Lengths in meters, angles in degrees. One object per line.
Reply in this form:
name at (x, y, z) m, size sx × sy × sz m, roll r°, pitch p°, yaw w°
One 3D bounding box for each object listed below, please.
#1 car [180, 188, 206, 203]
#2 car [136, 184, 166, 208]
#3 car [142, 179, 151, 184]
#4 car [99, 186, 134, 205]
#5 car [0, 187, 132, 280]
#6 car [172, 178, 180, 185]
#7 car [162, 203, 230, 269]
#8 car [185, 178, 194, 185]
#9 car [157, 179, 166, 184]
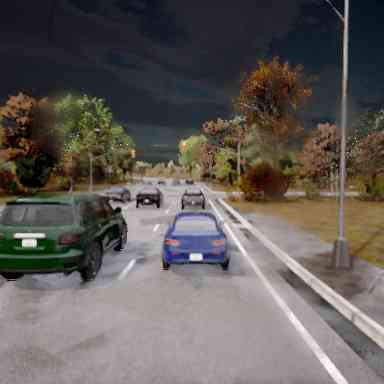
car at (0.096, 0.448, 26.747) m, size 2.128 × 1.511 × 4.902 m, roll 0°, pitch 3°, yaw 0°
car at (-3.405, 0.395, 27.503) m, size 1.882 × 1.535 × 5.008 m, roll 0°, pitch 3°, yaw 0°
car at (-10.879, -2.363, 80.403) m, size 1.812 × 1.442 × 4.674 m, roll 0°, pitch 3°, yaw -1°
car at (-7.011, 0.251, 31.537) m, size 2.033 × 1.411 × 5.357 m, roll 0°, pitch 3°, yaw 0°
car at (-3.401, 1.049, 9.630) m, size 2.150 × 2.045 × 5.566 m, roll 0°, pitch 2°, yaw 0°
car at (-4.068, -2.670, 86.093) m, size 2.128 × 1.511 × 4.902 m, roll 0°, pitch 3°, yaw -2°
car at (0.098, 1.325, 10.377) m, size 1.812 × 1.442 × 4.674 m, roll 0°, pitch 2°, yaw 0°
car at (-0.569, -2.715, 86.190) m, size 1.882 × 1.535 × 5.008 m, roll 0°, pitch 3°, yaw -2°
car at (-7.382, -2.354, 80.569) m, size 2.033 × 1.411 × 5.357 m, roll 0°, pitch 3°, yaw -1°
